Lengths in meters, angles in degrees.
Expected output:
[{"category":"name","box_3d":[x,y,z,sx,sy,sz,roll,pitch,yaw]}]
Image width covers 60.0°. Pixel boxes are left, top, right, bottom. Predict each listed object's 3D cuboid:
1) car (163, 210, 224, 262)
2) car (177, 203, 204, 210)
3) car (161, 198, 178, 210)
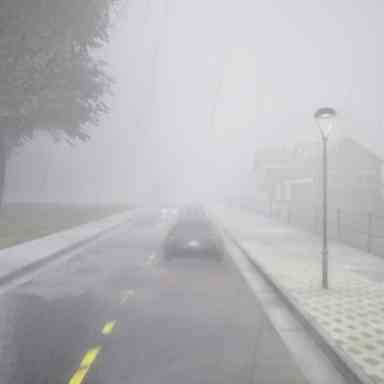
[{"category":"car","box_3d":[0.066,1.542,12.105,1.994,1.385,4.181,0,0,0]},{"category":"car","box_3d":[0.059,1.563,26.266,1.895,1.301,4.718,0,0,0]},{"category":"car","box_3d":[-2.832,1.513,42.459,1.994,1.385,4.181,0,0,0]}]
